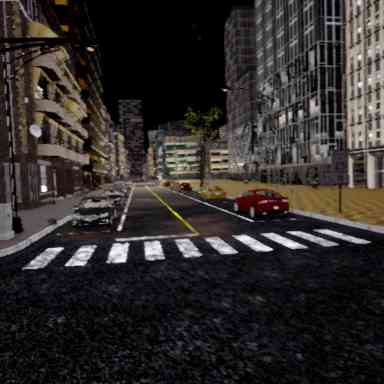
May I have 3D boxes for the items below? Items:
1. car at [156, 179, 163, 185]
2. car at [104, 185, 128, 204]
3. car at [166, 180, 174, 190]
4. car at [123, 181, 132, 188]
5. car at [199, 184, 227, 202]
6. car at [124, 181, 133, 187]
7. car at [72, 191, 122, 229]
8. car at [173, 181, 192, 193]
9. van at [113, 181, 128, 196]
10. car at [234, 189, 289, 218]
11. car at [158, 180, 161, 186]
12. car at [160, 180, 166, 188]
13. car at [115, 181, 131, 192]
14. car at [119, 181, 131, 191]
[{"bbox_3d":[-9.282,-2.801,94.173,1.752,1.417,4.829,-3,3,-9],"label":"car"},{"bbox_3d":[-6.550,0.415,27.220,2.008,1.369,4.403,-3,3,-9],"label":"car"},{"bbox_3d":[-2.888,-1.182,56.011,1.752,1.417,4.829,-3,3,-9],"label":"car"},{"bbox_3d":[-14.772,-1.689,76.284,2.008,1.369,4.403,-3,3,-9],"label":"car"},{"bbox_3d":[1.680,-0.007,28.753,1.752,1.417,4.829,-3,3,-9],"label":"car"},{"bbox_3d":[-15.685,-1.919,81.736,2.008,1.369,4.403,-3,3,-9],"label":"car"},{"bbox_3d":[-4.722,0.889,16.316,2.008,1.369,4.403,-3,3,-9],"label":"car"},{"bbox_3d":[-1.030,-0.649,44.942,1.802,1.307,4.206,-3,3,-9],"label":"car"},{"bbox_3d":[-9.298,-0.500,43.564,1.690,1.788,3.998,-3,3,-9],"label":"van"},{"bbox_3d":[3.536,0.494,17.683,1.887,1.381,4.507,-3,3,-9],"label":"car"},{"bbox_3d":[-5.599,-1.847,72.200,2.008,1.369,4.403,-3,3,-9],"label":"car"},{"bbox_3d":[-4.686,-1.621,66.748,1.887,1.381,4.507,-3,3,-9],"label":"car"},{"bbox_3d":[-8.381,-0.166,38.117,1.967,1.590,4.097,-3,3,-9],"label":"car"},{"bbox_3d":[-12.035,-1.104,59.924,1.967,1.590,4.097,-3,3,-9],"label":"car"}]
